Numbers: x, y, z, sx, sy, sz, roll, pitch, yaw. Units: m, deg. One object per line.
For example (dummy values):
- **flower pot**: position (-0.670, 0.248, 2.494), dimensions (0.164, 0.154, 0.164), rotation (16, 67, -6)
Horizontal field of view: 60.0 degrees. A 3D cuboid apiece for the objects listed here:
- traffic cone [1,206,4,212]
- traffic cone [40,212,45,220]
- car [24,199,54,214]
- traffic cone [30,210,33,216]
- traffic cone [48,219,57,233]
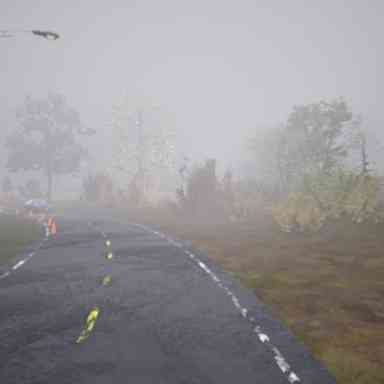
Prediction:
- **traffic cone**: position (-21.420, 1.907, 37.575), dimensions (0.340, 0.580, 0.340), rotation (0, 1, 41)
- **traffic cone**: position (-12.061, 1.942, 26.811), dimensions (0.340, 0.580, 0.340), rotation (-1, 1, -33)
- **car**: position (-16.305, 1.469, 35.311), dimensions (1.812, 1.442, 4.674), rotation (0, 0, -44)
- **traffic cone**: position (-14.842, 1.927, 30.685), dimensions (0.340, 0.580, 0.340), rotation (-1, 1, -38)
- **traffic cone**: position (-7.638, 1.958, 18.377), dimensions (0.340, 0.580, 0.340), rotation (-1, 0, -22)
